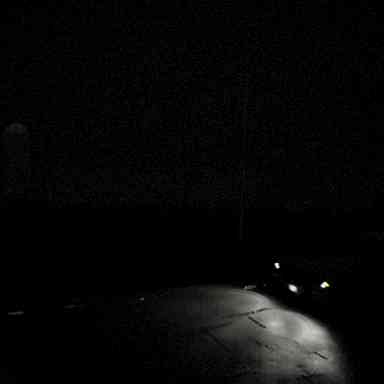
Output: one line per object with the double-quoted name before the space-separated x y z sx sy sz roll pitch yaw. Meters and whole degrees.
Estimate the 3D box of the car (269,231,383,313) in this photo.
"car" 4.558 1.743 8.211 5.357 1.411 2.033 2 3 -26
